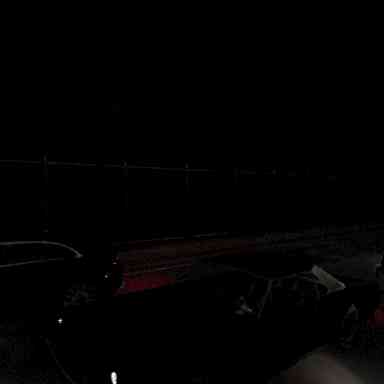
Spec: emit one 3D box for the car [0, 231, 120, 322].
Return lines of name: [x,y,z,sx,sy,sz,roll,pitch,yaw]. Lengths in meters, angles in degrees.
car: [-3.589,1.492,5.717,4.902,1.511,2.128,0,0,-36]

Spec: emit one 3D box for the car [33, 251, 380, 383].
car: [0.616,1.609,4.584,4.718,1.301,1.895,0,0,-38]

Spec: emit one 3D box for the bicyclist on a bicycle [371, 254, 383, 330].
bicyclist on a bicycle: [3.583,1.464,5.693,1.656,1.620,0.582,-1,3,-29]
